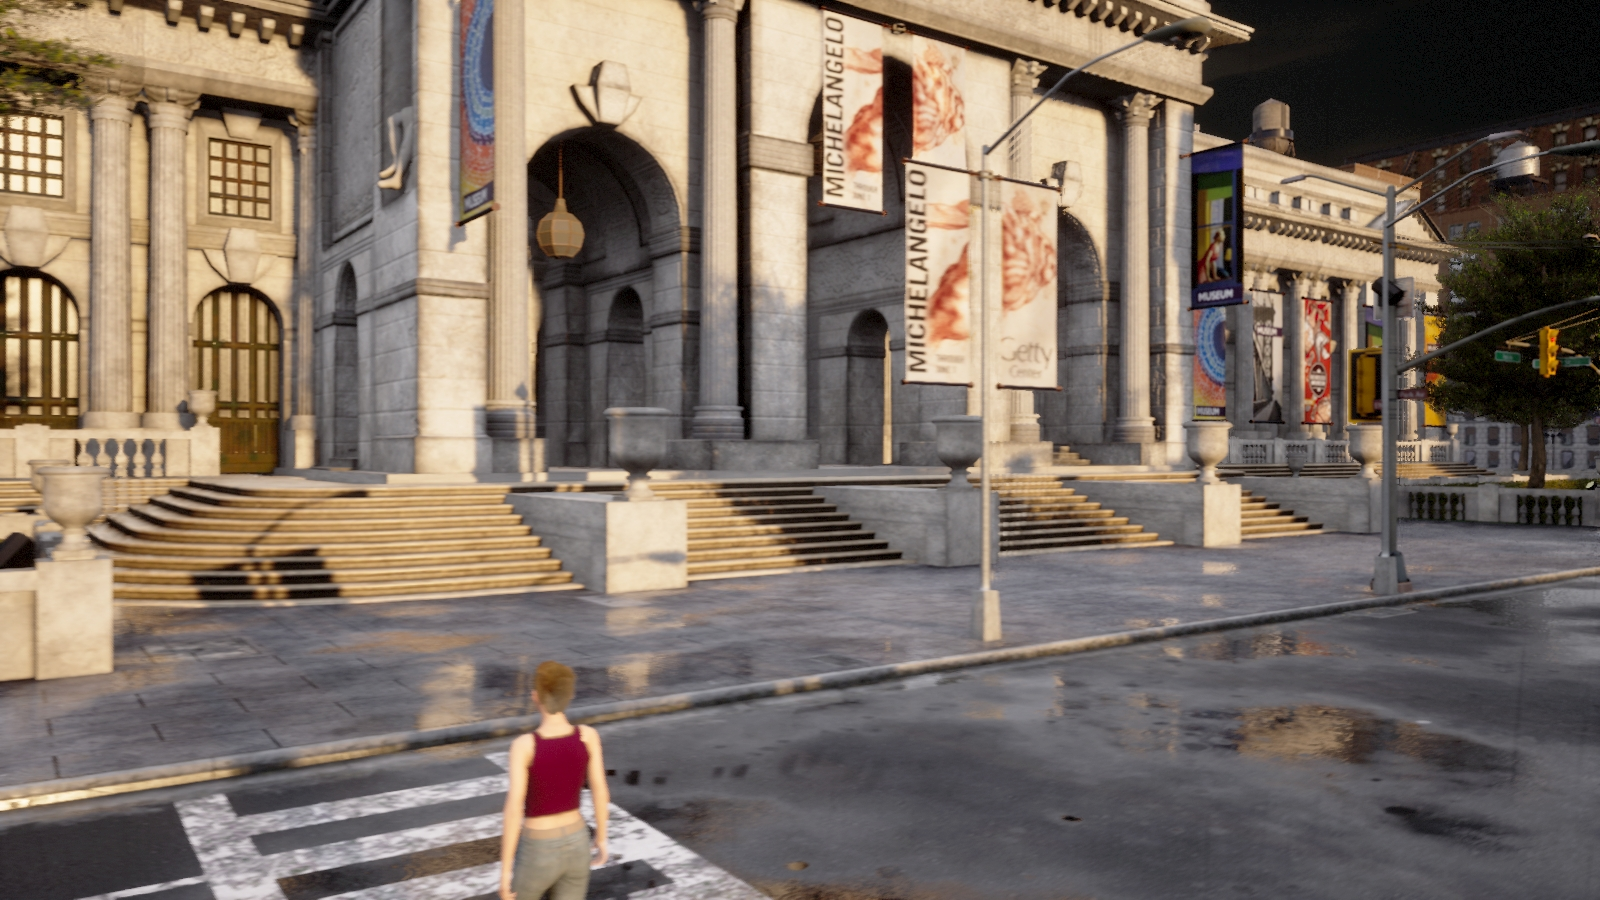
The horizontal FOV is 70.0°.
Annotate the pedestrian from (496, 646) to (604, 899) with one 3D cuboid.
[{"bbox_3d":[-1.117,1.850,5.094,0.375,1.860,0.375,0,0,-29],"label":"pedestrian"}]
